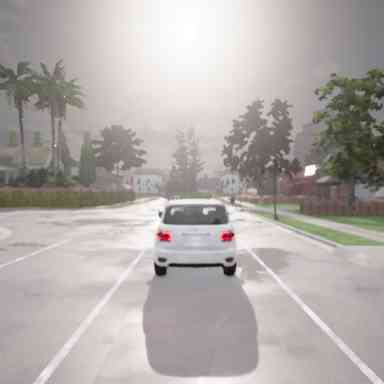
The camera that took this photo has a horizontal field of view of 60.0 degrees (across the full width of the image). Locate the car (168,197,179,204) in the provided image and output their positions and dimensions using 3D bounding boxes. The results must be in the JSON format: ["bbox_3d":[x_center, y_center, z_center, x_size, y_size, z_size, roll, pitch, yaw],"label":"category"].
[{"bbox_3d":[-3.522,1.546,63.605,1.895,1.301,4.718,0,0,1],"label":"car"}]

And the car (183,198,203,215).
[{"bbox_3d":[0.106,1.446,33.797,1.837,1.490,4.892,0,0,0],"label":"car"}]

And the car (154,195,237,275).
[{"bbox_3d":[0.065,1.213,10.516,2.150,2.045,5.566,0,0,-1],"label":"car"}]

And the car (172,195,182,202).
[{"bbox_3d":[-3.499,1.456,78.379,2.128,1.511,4.902,0,0,0],"label":"car"}]
